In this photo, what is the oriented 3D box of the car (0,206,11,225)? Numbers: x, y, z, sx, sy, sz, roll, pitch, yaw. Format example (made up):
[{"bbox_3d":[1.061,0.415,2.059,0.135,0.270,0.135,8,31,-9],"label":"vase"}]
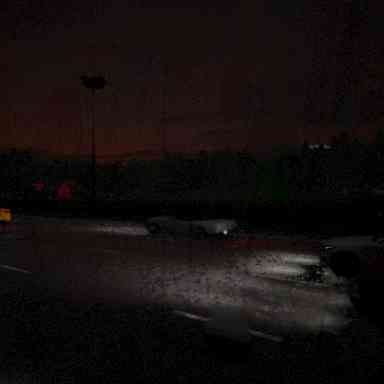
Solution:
[{"bbox_3d":[-14.474,1.477,22.919,5.008,1.535,1.882,0,0,36],"label":"car"}]

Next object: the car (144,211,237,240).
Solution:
[{"bbox_3d":[-0.205,1.602,17.039,4.718,1.301,1.895,0,0,35],"label":"car"}]

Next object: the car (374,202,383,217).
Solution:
[{"bbox_3d":[11.823,1.215,19.292,1.905,1.878,3.866,0,0,35],"label":"car"}]

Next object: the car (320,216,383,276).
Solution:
[{"bbox_3d":[5.761,1.527,8.479,4.674,1.442,1.812,0,0,36],"label":"car"}]

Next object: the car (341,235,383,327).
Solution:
[{"bbox_3d":[4.922,1.602,4.780,4.718,1.301,1.895,0,0,36],"label":"car"}]
